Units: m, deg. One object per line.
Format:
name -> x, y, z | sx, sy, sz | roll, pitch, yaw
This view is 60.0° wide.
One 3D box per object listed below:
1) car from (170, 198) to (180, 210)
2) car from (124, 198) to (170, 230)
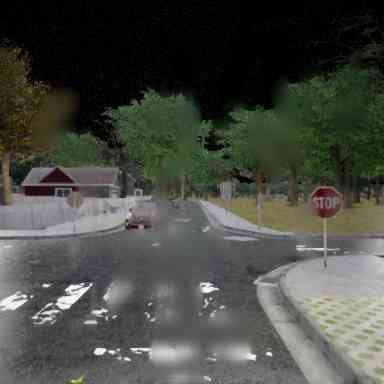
car -> -2.728, 1.618, 45.886 | 1.837, 1.490, 4.892 | 0, 0, 0
car -> -2.803, 1.370, 20.988 | 2.097, 1.767, 4.553 | 0, 0, 2
